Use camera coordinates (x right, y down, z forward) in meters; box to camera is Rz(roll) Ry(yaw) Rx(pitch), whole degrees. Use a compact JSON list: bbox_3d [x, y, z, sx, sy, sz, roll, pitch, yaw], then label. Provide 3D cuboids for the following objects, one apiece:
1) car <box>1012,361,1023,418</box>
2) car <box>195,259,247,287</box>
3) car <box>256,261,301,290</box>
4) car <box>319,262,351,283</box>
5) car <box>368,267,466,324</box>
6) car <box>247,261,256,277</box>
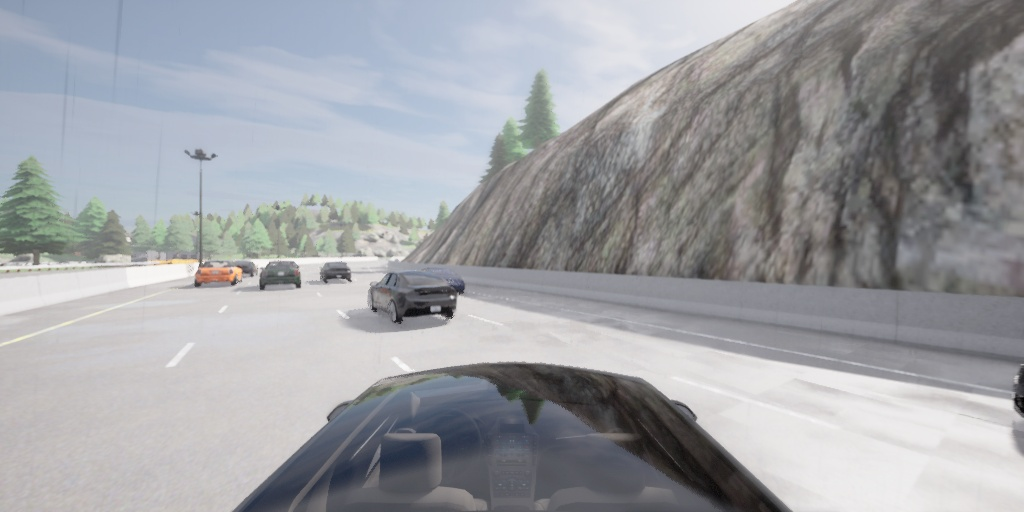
[{"bbox_3d":[7.296,1.255,2.226,1.837,1.490,4.892,0,0,-34],"label":"car"},{"bbox_3d":[-19.794,1.062,24.395,2.097,1.767,4.553,0,0,-32],"label":"car"},{"bbox_3d":[-14.630,1.066,22.690,2.097,1.767,4.553,0,0,-33],"label":"car"},{"bbox_3d":[-13.682,1.212,27.761,1.837,1.490,4.892,0,0,-32],"label":"car"},{"bbox_3d":[-3.486,1.238,12.111,1.837,1.490,4.892,0,0,-34],"label":"car"},{"bbox_3d":[-25.101,1.201,33.642,1.837,1.490,4.892,0,0,-29],"label":"car"}]
